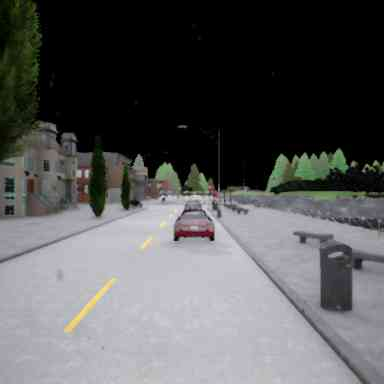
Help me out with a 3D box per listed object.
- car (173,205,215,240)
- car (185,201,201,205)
[{"bbox_3d":[0.104,1.575,16.979,1.994,1.385,4.181,0,0,0],"label":"car"},{"bbox_3d":[0.107,1.570,33.172,2.033,1.411,5.357,0,0,0],"label":"car"}]
